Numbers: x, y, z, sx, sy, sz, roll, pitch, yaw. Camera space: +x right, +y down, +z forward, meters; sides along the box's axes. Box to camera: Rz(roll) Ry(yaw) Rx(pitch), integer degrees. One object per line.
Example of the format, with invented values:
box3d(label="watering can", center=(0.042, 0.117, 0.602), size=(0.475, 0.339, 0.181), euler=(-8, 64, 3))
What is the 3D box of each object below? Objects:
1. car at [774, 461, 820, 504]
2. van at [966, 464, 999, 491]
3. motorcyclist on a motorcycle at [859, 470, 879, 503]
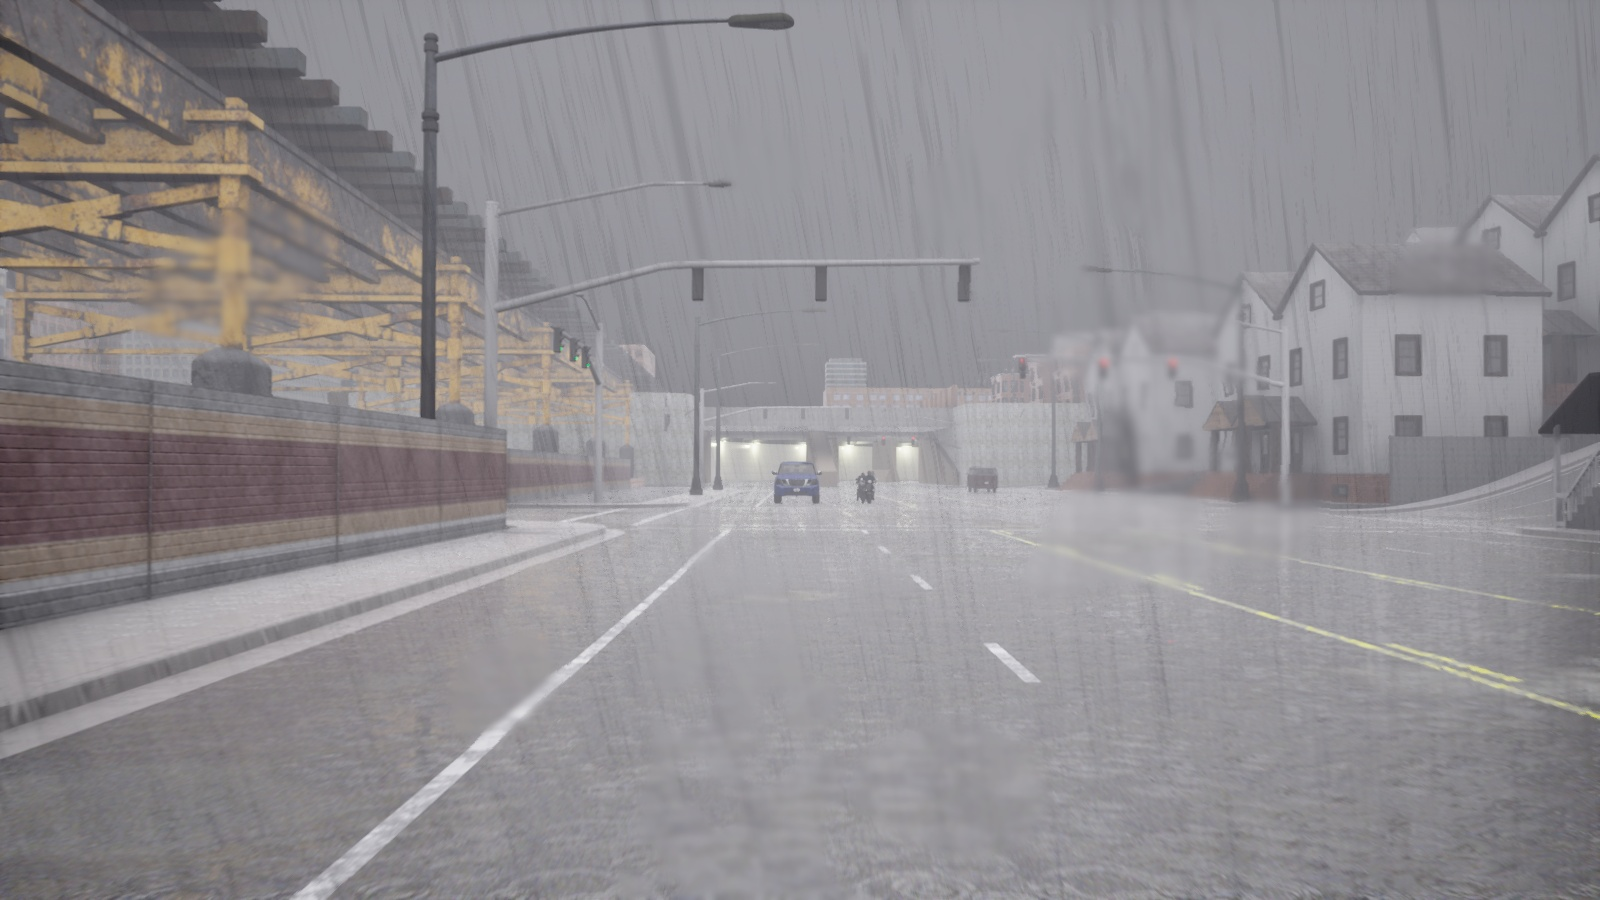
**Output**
box3d(label="car", center=(-0.140, 1.576, 62.237), size=(2.150, 2.045, 5.566), euler=(0, -1, 0))
box3d(label="van", center=(13.814, 2.108, 95.323), size=(1.775, 1.987, 4.442), euler=(0, -1, -1))
box3d(label="motorcyclist on a motorcycle", center=(3.365, 1.777, 61.047), size=(0.866, 1.590, 1.817), euler=(0, -1, 0))
